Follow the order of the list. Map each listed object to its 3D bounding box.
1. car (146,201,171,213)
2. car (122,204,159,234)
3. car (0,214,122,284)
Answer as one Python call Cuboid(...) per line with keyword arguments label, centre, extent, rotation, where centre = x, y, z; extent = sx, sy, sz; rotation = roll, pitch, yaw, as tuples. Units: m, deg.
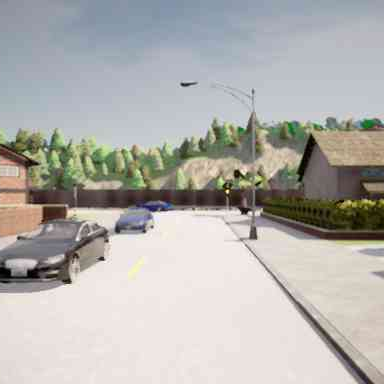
Cuboid(label="car", centre=(-5.222, 1.949, 45.231), extent=(5.008, 1.535, 1.882), rotation=(0, -1, 26))
Cuboid(label="car", centre=(-3.498, 1.746, 21.086), extent=(1.812, 1.442, 4.674), rotation=(0, 0, 2))
Cuboid(label="car", centre=(-3.852, 1.596, 10.001), extent=(2.128, 1.511, 4.902), rotation=(0, -1, 2))
